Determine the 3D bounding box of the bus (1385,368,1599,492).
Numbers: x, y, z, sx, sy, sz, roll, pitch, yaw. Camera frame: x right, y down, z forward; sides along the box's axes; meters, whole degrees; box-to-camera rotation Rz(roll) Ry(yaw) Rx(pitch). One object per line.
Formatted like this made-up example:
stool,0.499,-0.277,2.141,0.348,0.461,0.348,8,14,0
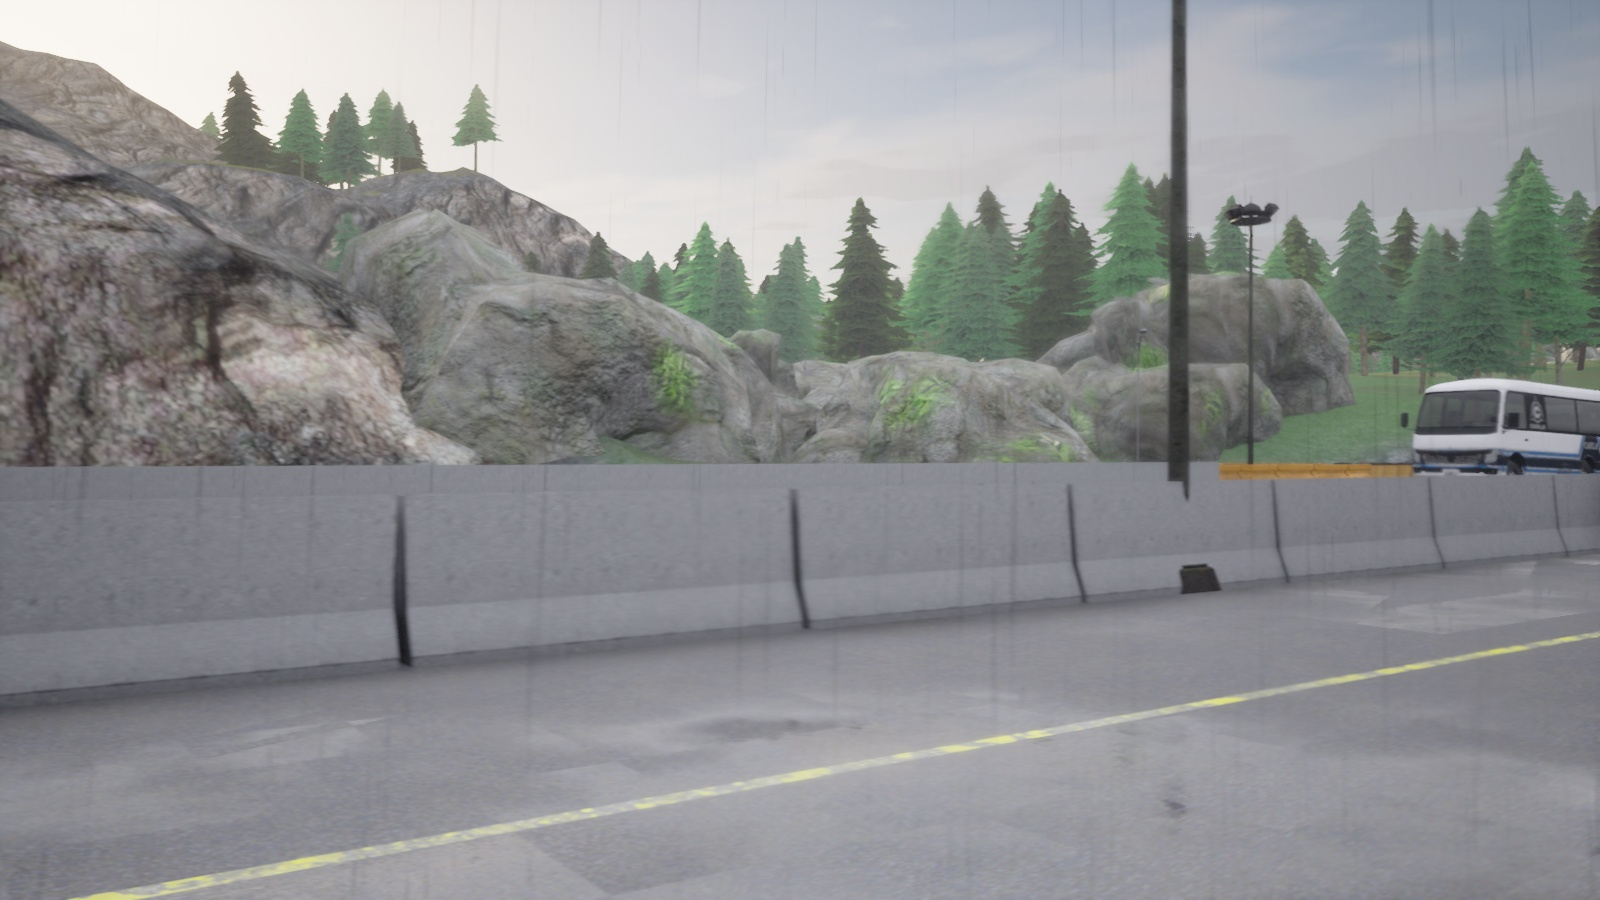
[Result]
bus,27.173,-0.596,48.163,10.273,4.253,3.944,2,-1,-35
